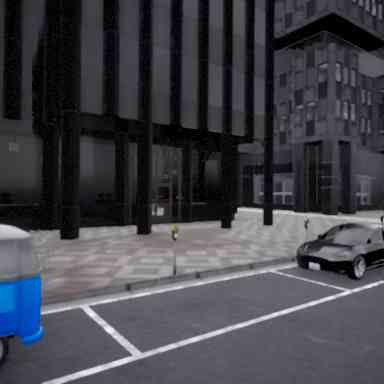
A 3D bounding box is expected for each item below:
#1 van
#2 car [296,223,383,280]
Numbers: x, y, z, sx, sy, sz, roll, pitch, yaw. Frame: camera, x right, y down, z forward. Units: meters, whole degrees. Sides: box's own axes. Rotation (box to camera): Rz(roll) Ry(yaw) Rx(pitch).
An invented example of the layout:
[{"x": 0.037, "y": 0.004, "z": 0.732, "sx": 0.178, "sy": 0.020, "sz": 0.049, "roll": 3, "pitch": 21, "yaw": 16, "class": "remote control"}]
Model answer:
[{"x": -3.879, "y": 1.332, "z": 3.881, "sx": 3.998, "sy": 1.788, "sz": 1.690, "roll": 1, "pitch": 0, "yaw": -35, "class": "van"}, {"x": 5.096, "y": 1.659, "z": 10.279, "sx": 4.313, "sy": 1.339, "sz": 1.947, "roll": 1, "pitch": 0, "yaw": -35, "class": "car"}]
